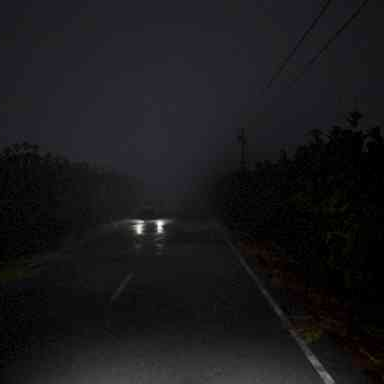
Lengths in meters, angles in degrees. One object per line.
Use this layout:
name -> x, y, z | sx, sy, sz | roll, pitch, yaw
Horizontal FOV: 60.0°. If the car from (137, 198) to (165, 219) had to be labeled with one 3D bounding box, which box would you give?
car -> -3.285, 1.281, 27.489 | 1.882, 1.535, 5.008 | 0, 0, 0
